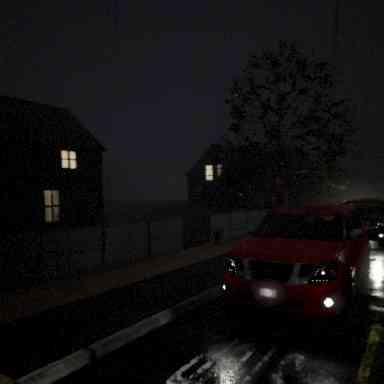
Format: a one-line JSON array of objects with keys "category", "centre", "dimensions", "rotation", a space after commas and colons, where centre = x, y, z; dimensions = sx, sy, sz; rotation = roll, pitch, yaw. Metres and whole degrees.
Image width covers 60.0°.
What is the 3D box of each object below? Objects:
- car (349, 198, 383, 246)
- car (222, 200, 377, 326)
[{"category": "car", "centre": [8.538, 1.377, 16.483], "dimensions": [2.150, 2.045, 5.566], "rotation": [-2, -1, 34]}, {"category": "car", "centre": [2.772, 1.329, 7.819], "dimensions": [2.150, 2.045, 5.566], "rotation": [-2, -1, 34]}]
